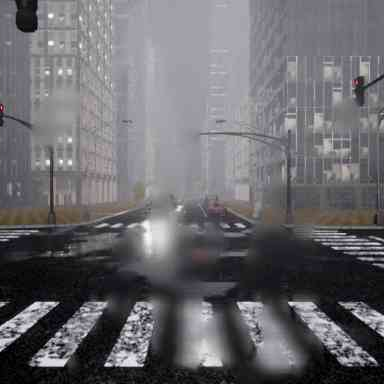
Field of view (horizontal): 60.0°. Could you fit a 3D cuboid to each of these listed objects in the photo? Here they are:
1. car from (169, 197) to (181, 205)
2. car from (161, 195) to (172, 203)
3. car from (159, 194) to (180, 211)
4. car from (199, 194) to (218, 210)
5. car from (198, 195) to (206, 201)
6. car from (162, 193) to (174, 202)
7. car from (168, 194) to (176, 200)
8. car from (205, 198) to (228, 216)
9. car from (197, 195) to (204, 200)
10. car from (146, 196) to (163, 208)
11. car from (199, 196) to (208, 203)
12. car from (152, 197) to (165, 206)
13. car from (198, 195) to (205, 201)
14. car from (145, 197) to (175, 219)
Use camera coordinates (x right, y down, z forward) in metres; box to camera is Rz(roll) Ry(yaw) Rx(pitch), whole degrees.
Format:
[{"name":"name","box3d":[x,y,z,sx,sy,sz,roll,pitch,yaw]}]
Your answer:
[{"name":"car","box3d":[-2.911,1.573,58.308,1.895,1.301,4.718,0,0,0]},{"name":"car","box3d":[-5.454,1.403,70.740,1.967,1.590,4.097,-1,0,0]},{"name":"car","box3d":[-2.920,1.206,38.640,2.150,2.045,5.566,0,0,0]},{"name":"car","box3d":[2.462,1.297,43.157,2.192,1.841,5.009,-1,0,0]},{"name":"car","box3d":[2.408,1.536,81.829,1.802,1.307,4.206,-1,0,0]},{"name":"car","box3d":[-5.466,1.273,76.265,2.192,1.841,5.009,-1,0,0]},{"name":"car","box3d":[-5.494,1.384,92.838,1.967,1.590,4.097,-1,0,0]},{"name":"car","box3d":[2.465,1.569,32.107,1.802,1.307,4.206,-1,0,0]},{"name":"car","box3d":[2.388,1.489,92.877,1.887,1.381,4.507,-1,0,0]},{"name":"car","box3d":[-5.414,1.419,48.642,1.967,1.590,4.097,-1,0,0]},{"name":"car","box3d":[2.428,1.508,70.779,1.887,1.381,4.507,-1,0,0]},{"name":"car","box3d":[-5.422,1.557,54.167,1.802,1.307,4.206,-1,0,0]},{"name":"car","box3d":[2.397,1.474,87.523,1.752,1.417,4.829,-1,0,0]},{"name":"car","box3d":[-2.906,1.480,28.772,2.128,1.511,4.902,0,0,0]}]
